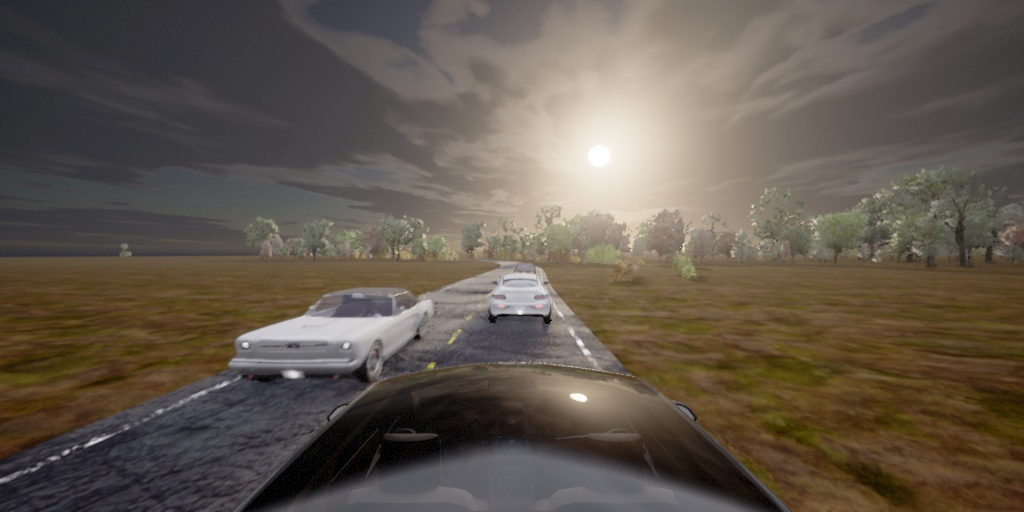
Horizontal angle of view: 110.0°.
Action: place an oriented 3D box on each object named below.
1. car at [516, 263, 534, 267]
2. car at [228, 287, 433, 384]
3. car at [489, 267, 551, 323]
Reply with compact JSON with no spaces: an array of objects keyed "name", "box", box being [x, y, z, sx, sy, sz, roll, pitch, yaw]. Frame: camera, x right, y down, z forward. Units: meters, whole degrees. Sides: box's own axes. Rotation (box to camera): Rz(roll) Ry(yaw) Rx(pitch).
[{"name":"car","box":[1.095,1.285,29.796,2.033,1.411,5.357,0,0,4]},{"name":"car","box":[-3.028,1.345,7.211,1.895,1.301,4.718,0,0,1]},{"name":"car","box":[0.280,1.271,12.055,1.812,1.442,4.674,0,0,1]}]
